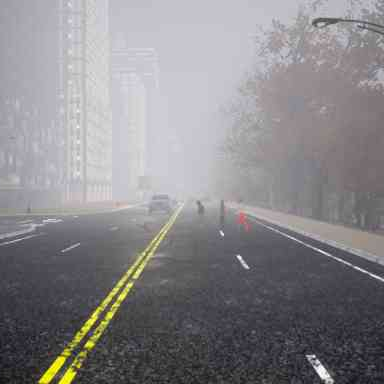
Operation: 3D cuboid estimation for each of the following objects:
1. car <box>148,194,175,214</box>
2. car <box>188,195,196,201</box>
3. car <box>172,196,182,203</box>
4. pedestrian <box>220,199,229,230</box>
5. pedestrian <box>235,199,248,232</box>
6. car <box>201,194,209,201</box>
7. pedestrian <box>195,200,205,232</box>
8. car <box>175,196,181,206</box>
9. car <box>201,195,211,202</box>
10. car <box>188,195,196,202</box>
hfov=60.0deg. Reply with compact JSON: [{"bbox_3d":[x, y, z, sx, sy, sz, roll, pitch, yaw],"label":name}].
[{"bbox_3d":[-3.349,1.232,35.752,2.150,2.045,5.566,0,0,0],"label":"car"},{"bbox_3d":[0.010,1.420,85.298,1.812,1.442,4.674,0,0,0],"label":"car"},{"bbox_3d":[-3.243,1.604,71.006,1.895,1.301,4.718,0,0,0],"label":"car"},{"bbox_3d":[1.808,1.292,19.410,0.375,1.860,0.375,0,0,0],"label":"pedestrian"},{"bbox_3d":[2.777,1.292,18.810,0.375,1.860,0.375,0,0,0],"label":"pedestrian"},{"bbox_3d":[3.260,1.373,85.297,1.882,1.535,5.008,0,0,0],"label":"car"},{"bbox_3d":[0.442,1.292,18.212,0.375,1.860,0.375,0,0,0],"label":"pedestrian"},{"bbox_3d":[-3.332,1.569,55.404,1.994,1.385,4.181,0,0,0],"label":"car"},{"bbox_3d":[3.257,1.503,74.903,1.837,1.490,4.892,0,0,0],"label":"car"},{"bbox_3d":[0.009,1.543,74.904,2.033,1.411,5.357,0,0,0],"label":"car"}]
